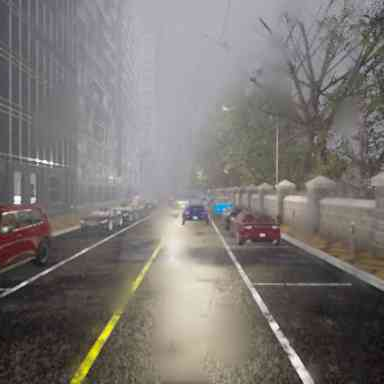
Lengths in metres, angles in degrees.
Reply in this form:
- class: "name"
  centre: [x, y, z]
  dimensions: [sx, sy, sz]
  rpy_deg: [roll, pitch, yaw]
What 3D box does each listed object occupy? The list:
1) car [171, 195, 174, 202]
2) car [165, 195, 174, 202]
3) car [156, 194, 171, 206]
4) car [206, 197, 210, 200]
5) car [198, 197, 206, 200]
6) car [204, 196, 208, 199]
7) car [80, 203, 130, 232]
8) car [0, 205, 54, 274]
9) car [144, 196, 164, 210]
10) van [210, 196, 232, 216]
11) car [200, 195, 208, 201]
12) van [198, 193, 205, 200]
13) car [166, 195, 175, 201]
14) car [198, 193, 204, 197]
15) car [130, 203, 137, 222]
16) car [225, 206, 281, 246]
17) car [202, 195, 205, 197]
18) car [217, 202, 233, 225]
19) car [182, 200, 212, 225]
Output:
- class: "car"
  centre: [-5.095, 1.510, 64.943]
  dimensions: [1.752, 1.417, 4.829]
  rpy_deg: [0, 0, 0]
- class: "car"
  centre: [-5.182, 1.503, 76.234]
  dimensions: [1.752, 1.417, 4.829]
  rpy_deg: [0, 0, -1]
- class: "car"
  centre: [-5.072, 1.304, 53.829]
  dimensions: [2.192, 1.841, 5.009]
  rpy_deg: [0, 0, 0]
- class: "car"
  centre: [3.015, 1.546, 37.701]
  dimensions: [2.008, 1.369, 4.403]
  rpy_deg: [0, 0, 1]
- class: "car"
  centre: [0.436, 1.595, 41.735]
  dimensions: [1.895, 1.301, 4.718]
  rpy_deg: [0, 0, 0]
- class: "car"
  centre: [3.088, 1.575, 48.937]
  dimensions: [1.802, 1.307, 4.206]
  rpy_deg: [0, 0, 0]
- class: "car"
  centre: [-5.362, 1.547, 20.034]
  dimensions: [2.008, 1.369, 4.403]
  rpy_deg: [0, 0, 0]
- class: "car"
  centre: [-5.444, 1.313, 8.789]
  dimensions: [2.192, 1.841, 5.009]
  rpy_deg: [0, 0, 0]
- class: "car"
  centre: [-5.115, 1.543, 42.549]
  dimensions: [2.008, 1.369, 4.403]
  rpy_deg: [0, 0, 1]
- class: "van"
  centre: [2.953, 1.337, 32.084]
  dimensions: [1.690, 1.788, 3.998]
  rpy_deg: [0, 0, 1]
- class: "car"
  centre: [2.907, 1.500, 82.835]
  dimensions: [1.752, 1.417, 4.829]
  rpy_deg: [0, 0, -1]
- class: "van"
  centre: [2.573, 1.307, 93.910]
  dimensions: [1.690, 1.788, 3.998]
  rpy_deg: [0, 0, -1]
- class: "car"
  centre: [-5.253, 1.519, 82.047]
  dimensions: [1.887, 1.381, 4.507]
  rpy_deg: [0, 0, -1]
- class: "car"
  centre: [2.979, 1.530, 77.041]
  dimensions: [2.008, 1.369, 4.403]
  rpy_deg: [0, 0, -1]
- class: "car"
  centre: [-5.297, 1.546, 25.654]
  dimensions: [2.008, 1.369, 4.403]
  rpy_deg: [0, 0, 1]
- class: "car"
  centre: [2.767, 1.543, 15.194]
  dimensions: [1.887, 1.381, 4.507]
  rpy_deg: [0, 0, 0]
- class: "car"
  centre: [3.098, 1.541, 54.557]
  dimensions: [2.008, 1.369, 4.403]
  rpy_deg: [0, 0, 0]
- class: "car"
  centre: [2.817, 1.564, 20.835]
  dimensions: [1.947, 1.339, 4.313]
  rpy_deg: [0, 0, 1]
- class: "car"
  centre: [0.254, 1.522, 24.134]
  dimensions: [1.812, 1.442, 4.674]
  rpy_deg: [0, 0, 1]
